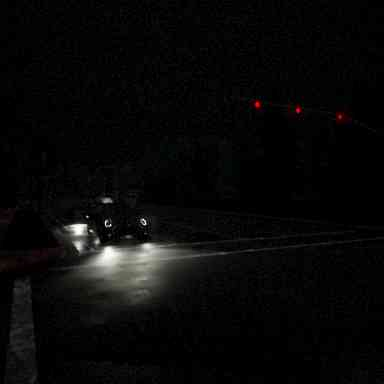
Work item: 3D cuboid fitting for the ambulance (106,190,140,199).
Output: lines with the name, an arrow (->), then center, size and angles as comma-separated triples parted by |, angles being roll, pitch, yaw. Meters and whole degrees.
ambulance -> -8.366, 1.031, 41.108 | 2.351, 2.431, 6.366 | 0, 0, -27

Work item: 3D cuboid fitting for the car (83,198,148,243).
car -> -3.744, 1.352, 16.328 | 2.097, 1.767, 4.553 | 0, 0, -27

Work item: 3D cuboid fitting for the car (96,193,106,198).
car -> -13.414, 1.221, 51.201 | 2.150, 2.045, 5.566 | 0, 0, -27

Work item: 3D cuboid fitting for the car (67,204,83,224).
car -> -8.237, 1.564, 25.200 | 1.994, 1.385, 4.181 | 0, 0, -27
